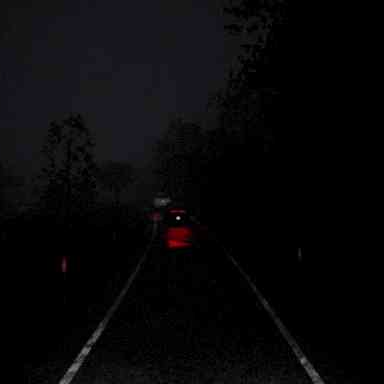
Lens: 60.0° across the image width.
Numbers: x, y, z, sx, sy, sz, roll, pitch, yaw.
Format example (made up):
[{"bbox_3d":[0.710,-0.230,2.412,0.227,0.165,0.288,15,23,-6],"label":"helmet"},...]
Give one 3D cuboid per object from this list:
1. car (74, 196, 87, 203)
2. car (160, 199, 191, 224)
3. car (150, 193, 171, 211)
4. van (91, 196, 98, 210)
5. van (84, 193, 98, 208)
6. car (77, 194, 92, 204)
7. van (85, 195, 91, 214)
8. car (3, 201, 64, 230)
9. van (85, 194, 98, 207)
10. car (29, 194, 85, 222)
[{"bbox_3d":[-26.699,1.876,79.415,2.231,1.521,4.892,2,-2,-28],"label":"car"},{"bbox_3d":[-1.194,1.491,24.549,1.837,1.490,4.892,0,0,-7],"label":"car"},{"bbox_3d":[-3.908,1.167,41.048,2.150,2.045,5.566,0,-1,-12],"label":"car"},{"bbox_3d":[-13.202,1.233,42.675,1.878,1.987,4.442,1,-1,-15],"label":"van"},{"bbox_3d":[-14.557,1.258,48.088,1.878,1.987,4.442,1,-2,-16],"label":"van"},{"bbox_3d":[-24.186,1.530,74.388,2.435,2.045,5.566,2,-2,-26],"label":"car"},{"bbox_3d":[-11.141,1.215,31.681,1.878,1.987,4.442,1,-1,-10],"label":"van"},{"bbox_3d":[-9.892,1.482,20.688,2.002,1.452,4.674,1,-1,-5],"label":"car"},{"bbox_3d":[-16.090,1.294,53.465,1.878,1.987,4.442,1,-2,-16],"label":"van"},{"bbox_3d":[-10.423,1.191,26.225,2.435,2.045,5.566,1,-1,-9],"label":"car"}]
